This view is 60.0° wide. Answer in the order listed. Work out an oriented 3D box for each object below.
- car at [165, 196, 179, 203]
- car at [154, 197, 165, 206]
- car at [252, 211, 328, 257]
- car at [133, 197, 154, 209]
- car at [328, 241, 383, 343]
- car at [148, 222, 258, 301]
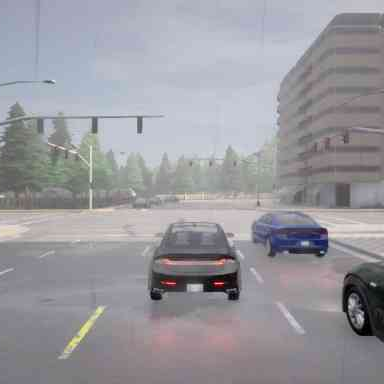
[{"bbox_3d":[-4.082,1.506,66.711,1.837,1.490,4.892,0,0,20],"label":"car"},{"bbox_3d":[-6.369,1.525,56.322,1.812,1.442,4.674,0,0,8],"label":"car"},{"bbox_3d":[3.585,1.478,12.987,1.882,1.535,5.008,0,0,0],"label":"car"},{"bbox_3d":[-6.986,1.526,46.418,1.812,1.442,4.674,0,0,2],"label":"car"},{"bbox_3d":[3.600,1.352,3.835,2.097,1.767,4.553,0,0,0],"label":"car"},{"bbox_3d":[0.067,1.492,8.341,2.128,1.511,4.902,0,0,0],"label":"car"}]
